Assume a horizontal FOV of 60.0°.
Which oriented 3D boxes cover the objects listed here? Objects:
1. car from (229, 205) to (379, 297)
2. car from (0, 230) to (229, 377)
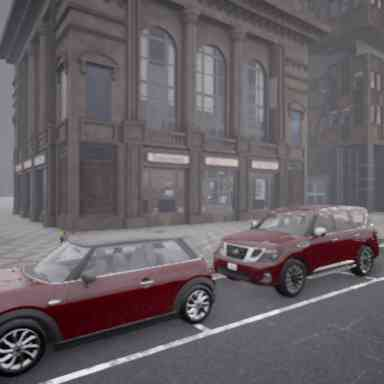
[{"bbox_3d":[2.935,1.308,8.735,5.009,1.841,2.192,0,0,-35],"label":"car"},{"bbox_3d":[-1.626,1.439,5.484,4.097,1.590,1.967,0,0,-35],"label":"car"}]
